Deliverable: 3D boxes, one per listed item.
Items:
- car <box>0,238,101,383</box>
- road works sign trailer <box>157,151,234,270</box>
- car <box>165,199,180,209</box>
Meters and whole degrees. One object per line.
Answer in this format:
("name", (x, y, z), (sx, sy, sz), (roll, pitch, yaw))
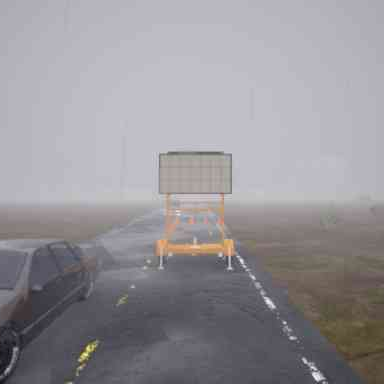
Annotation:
("car", (-3.047, 1.547, 5.562), (2.033, 1.411, 5.357), (0, 0, 1))
("road works sign trailer", (0.115, 0.464, 11.066), (2.380, 3.560, 2.880), (0, 0, 1))
("car", (-2.606, 1.600, 46.217), (1.895, 1.301, 4.718), (0, 0, 1))
